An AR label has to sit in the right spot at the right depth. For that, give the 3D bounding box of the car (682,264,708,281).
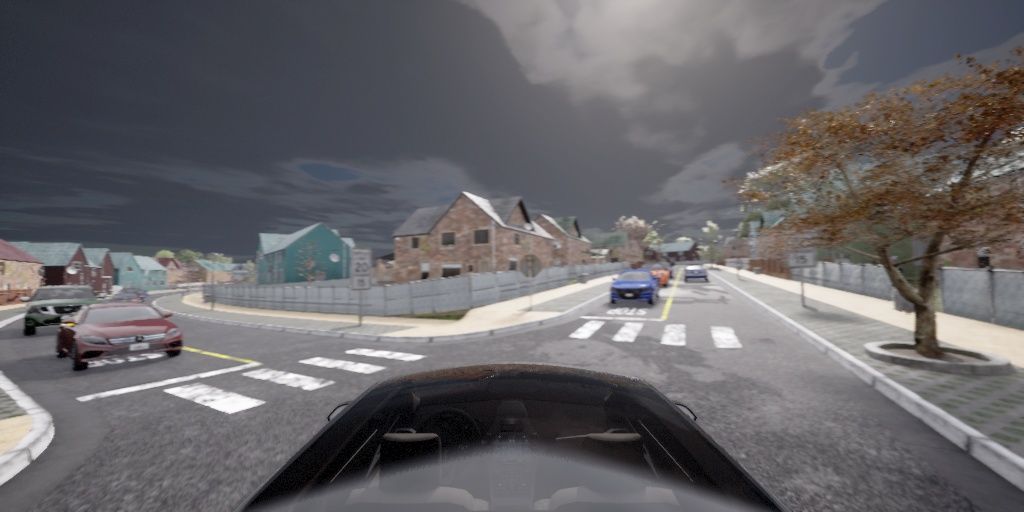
[{"bbox_3d":[15.779,1.400,30.888,2.033,1.411,5.357,-3,-1,26],"label":"car"}]

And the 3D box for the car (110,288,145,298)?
[{"bbox_3d":[-34.430,3.885,31.993,5.357,1.411,2.033,-4,-4,44],"label":"car"}]

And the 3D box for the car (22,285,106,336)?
[{"bbox_3d":[-20.841,2.390,16.683,5.566,2.045,2.150,-4,-4,37],"label":"car"}]

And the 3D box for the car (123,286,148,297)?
[{"bbox_3d":[-41.635,4.216,39.371,2.097,1.767,4.553,2,-4,-41],"label":"car"}]

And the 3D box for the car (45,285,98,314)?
[{"bbox_3d":[-35.434,3.414,28.996,5.566,2.045,2.150,-5,-5,44],"label":"car"}]

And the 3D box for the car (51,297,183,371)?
[{"bbox_3d":[-10.728,2.009,9.758,4.674,1.442,1.812,-4,-4,34],"label":"car"}]

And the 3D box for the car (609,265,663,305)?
[{"bbox_3d":[6.054,1.402,17.521,1.882,1.535,5.008,-3,-1,26],"label":"car"}]

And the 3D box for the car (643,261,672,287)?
[{"bbox_3d":[10.418,1.301,26.571,2.097,1.767,4.553,-3,-1,26],"label":"car"}]
